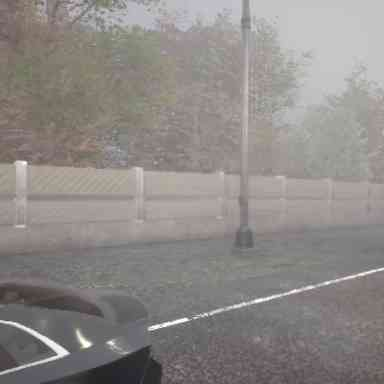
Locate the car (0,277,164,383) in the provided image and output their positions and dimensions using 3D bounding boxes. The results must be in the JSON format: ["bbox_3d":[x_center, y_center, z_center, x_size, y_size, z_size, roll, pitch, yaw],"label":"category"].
[{"bbox_3d":[-2.539,1.493,2.187,4.892,1.490,1.837,0,0,-35],"label":"car"}]
